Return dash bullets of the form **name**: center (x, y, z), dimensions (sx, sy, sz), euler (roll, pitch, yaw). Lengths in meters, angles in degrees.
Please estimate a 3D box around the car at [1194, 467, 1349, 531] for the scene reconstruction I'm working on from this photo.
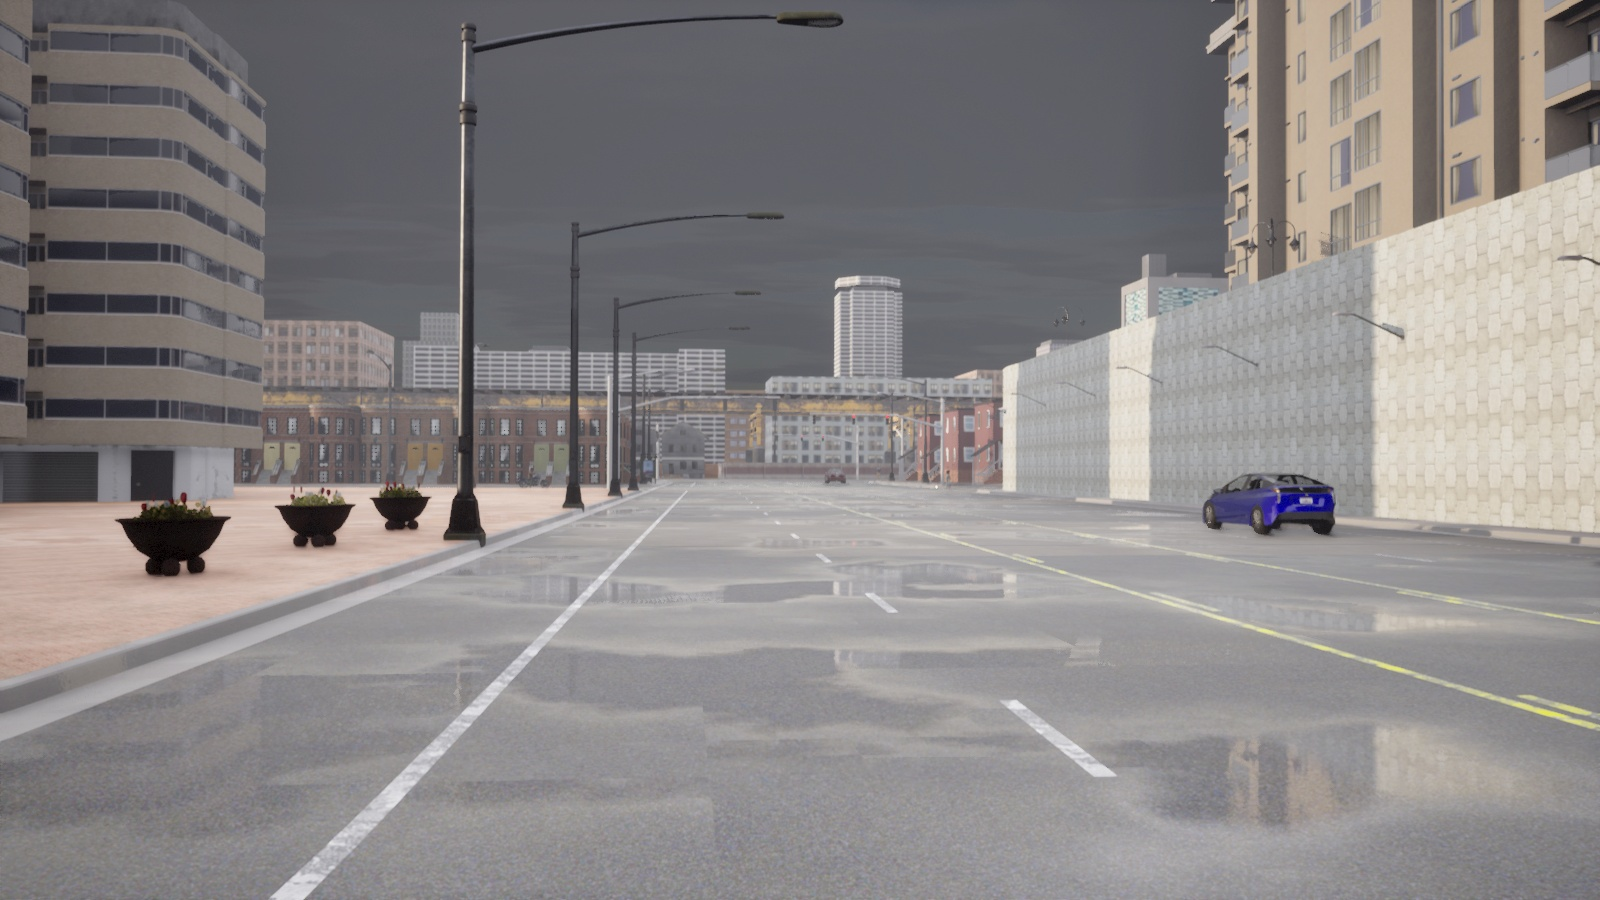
- **car**: center (11.957, 1.203, 32.192), dimensions (2.007, 1.525, 4.514), euler (0, -1, -4)
